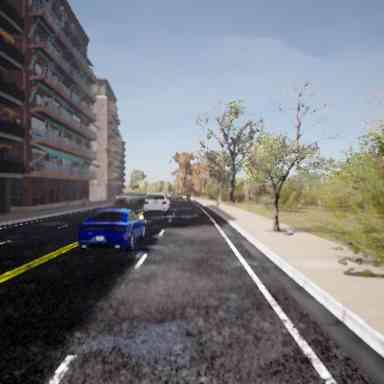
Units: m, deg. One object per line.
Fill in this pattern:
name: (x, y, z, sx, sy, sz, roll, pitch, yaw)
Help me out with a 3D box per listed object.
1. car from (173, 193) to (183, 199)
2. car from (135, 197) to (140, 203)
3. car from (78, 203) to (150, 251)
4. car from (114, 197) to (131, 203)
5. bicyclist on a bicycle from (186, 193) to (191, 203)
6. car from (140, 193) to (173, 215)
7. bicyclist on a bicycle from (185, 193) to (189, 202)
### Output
car: (-3.615, 1.026, 89.391, 1.882, 1.535, 5.008, 0, 0, -6)
car: (-7.314, 1.393, 49.723, 1.994, 1.385, 4.181, 0, 0, -2)
car: (-3.152, 1.430, 13.849, 1.882, 1.535, 5.008, 0, 0, 0)
car: (-10.614, 1.390, 50.921, 1.994, 1.385, 4.181, 0, 0, -2)
bicyclist on a bicycle: (-0.456, 1.233, 61.587, 0.582, 1.620, 1.656, 0, 0, -4)
car: (-3.306, 1.112, 32.011, 2.150, 2.045, 5.566, 0, 0, -1)
bicyclist on a bicycle: (-1.069, 1.116, 70.533, 0.659, 1.776, 1.843, 0, 0, -4)
